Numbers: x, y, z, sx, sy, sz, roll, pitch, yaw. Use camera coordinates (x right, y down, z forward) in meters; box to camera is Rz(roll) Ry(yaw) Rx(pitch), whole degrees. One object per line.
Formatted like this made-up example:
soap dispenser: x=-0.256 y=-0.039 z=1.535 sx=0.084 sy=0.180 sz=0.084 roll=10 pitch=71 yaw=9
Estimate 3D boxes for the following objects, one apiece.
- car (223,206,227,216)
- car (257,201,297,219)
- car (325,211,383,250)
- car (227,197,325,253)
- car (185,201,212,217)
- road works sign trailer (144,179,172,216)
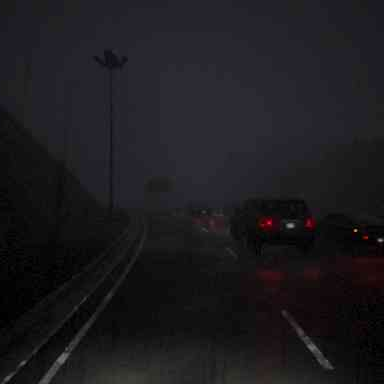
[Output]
car: x=4.236 y=1.594 z=30.887 sx=1.994 sy=1.385 sz=4.181 roll=0 pitch=0 yaw=-11
car: x=7.802 y=1.594 z=30.889 sx=1.994 sy=1.385 sz=4.181 roll=0 pitch=0 yaw=-11
car: x=6.600 y=1.540 z=14.259 sx=1.812 sy=1.442 sz=4.674 roll=0 pitch=0 yaw=-4
car: x=3.137 y=1.236 z=13.956 sx=2.150 sy=2.045 sz=5.566 roll=0 pitch=0 yaw=-4
car: x=0.586 y=1.557 z=31.313 sx=1.812 sy=1.442 sz=4.674 roll=0 pitch=0 yaw=-12
road works sign trailer: x=-3.394 y=0.498 z=33.528 sx=2.380 sy=3.560 sz=2.880 roll=0 pitch=0 yaw=-16
